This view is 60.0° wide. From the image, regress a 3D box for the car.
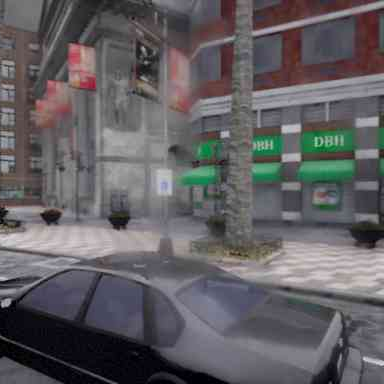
[{"bbox_3d":[-0.857,1.528,4.236,5.357,1.411,2.033,0,0,31],"label":"car"}]
